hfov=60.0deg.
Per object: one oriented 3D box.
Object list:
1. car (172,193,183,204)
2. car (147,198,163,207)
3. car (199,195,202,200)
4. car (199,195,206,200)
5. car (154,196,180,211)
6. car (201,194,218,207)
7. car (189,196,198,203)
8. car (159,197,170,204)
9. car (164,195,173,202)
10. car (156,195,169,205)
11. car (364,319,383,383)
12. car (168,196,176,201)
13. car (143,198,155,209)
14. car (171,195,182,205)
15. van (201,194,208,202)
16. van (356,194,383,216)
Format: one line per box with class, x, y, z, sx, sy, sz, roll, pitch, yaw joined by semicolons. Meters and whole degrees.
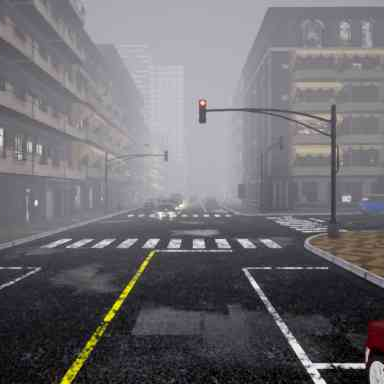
car;-2.879;1.240;61.385;2.150;2.045;5.566;0;0;1
car;-5.543;1.580;50.827;1.947;1.339;4.313;0;0;0
car;2.890;1.578;67.379;2.008;1.369;4.403;-1;0;0
car;2.975;1.602;95.019;1.887;1.381;4.507;-1;0;0
car;-2.975;1.554;40.483;2.033;1.411;5.357;0;0;0
car;2.836;1.454;50.796;1.967;1.590;4.097;-1;0;0
car;0.316;1.507;70.150;1.882;1.535;5.008;0;0;0
car;-5.491;1.609;67.411;1.802;1.307;4.206;-1;0;0
car;-5.457;1.563;78.297;1.752;1.417;4.829;-1;0;0
car;-5.510;1.462;61.883;1.967;1.590;4.097;-1;0;0
car;2.685;1.544;1.797;1.887;1.381;4.507;0;0;0
car;-5.422;1.633;89.523;1.802;1.307;4.206;-1;0;0
car;-5.559;1.561;45.300;2.008;1.369;4.403;0;0;0
car;-2.942;1.578;50.367;1.994;1.385;4.181;0;0;0
van;2.922;1.379;78.435;1.690;1.788;3.998;-1;0;0
van;15.723;1.035;27.328;3.998;1.788;1.690;-1;1;-1
